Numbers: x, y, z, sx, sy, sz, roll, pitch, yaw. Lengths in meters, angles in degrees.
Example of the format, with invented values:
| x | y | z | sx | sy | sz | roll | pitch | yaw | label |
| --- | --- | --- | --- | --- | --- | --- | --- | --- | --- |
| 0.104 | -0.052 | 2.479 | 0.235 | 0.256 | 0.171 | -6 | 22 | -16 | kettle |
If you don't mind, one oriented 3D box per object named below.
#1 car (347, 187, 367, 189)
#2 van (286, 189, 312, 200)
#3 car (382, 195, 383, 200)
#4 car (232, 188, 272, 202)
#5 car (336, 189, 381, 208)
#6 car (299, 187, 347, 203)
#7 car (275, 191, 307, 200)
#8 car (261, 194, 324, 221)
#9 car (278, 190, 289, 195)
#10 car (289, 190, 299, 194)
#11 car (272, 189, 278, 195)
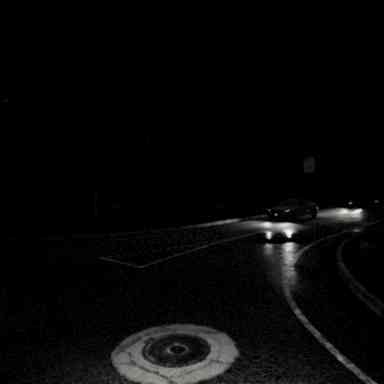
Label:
| x | y | z | sx | sy | sz | roll | pitch | yaw | label |
| --- | --- | --- | --- | --- | --- | --- | --- | --- | --- |
| 20.290 | 0.324 | 45.601 | 5.566 | 2.045 | 2.435 | -1 | 0 | 43 | car |
| 20.328 | 0.510 | 63.231 | 4.442 | 1.987 | 1.878 | -1 | -1 | 44 | van |
| 28.816 | 0.612 | 54.254 | 5.366 | 1.575 | 1.946 | -1 | -1 | 44 | car |
| 8.811 | 0.458 | 51.226 | 5.566 | 2.045 | 2.435 | -1 | 0 | 43 | car |
| 16.350 | 0.719 | 32.576 | 2.128 | 1.511 | 4.902 | -1 | 1 | 44 | car |
| 16.205 | 0.478 | 41.271 | 4.553 | 1.767 | 2.185 | -1 | 0 | 43 | car |
| 18.183 | 0.713 | 61.413 | 5.366 | 1.575 | 1.946 | -1 | -1 | 44 | car |
| 7.011 | 1.104 | 22.867 | 4.674 | 1.442 | 1.812 | -2 | 1 | -45 | car |
| 12.559 | 0.436 | 55.199 | 5.566 | 2.045 | 2.435 | -1 | 0 | 43 | car |
| 16.347 | 0.698 | 59.486 | 5.366 | 1.575 | 1.946 | -1 | -1 | 44 | car |
| 10.629 | 0.698 | 53.182 | 4.892 | 1.521 | 2.231 | -1 | 0 | 43 | car |
